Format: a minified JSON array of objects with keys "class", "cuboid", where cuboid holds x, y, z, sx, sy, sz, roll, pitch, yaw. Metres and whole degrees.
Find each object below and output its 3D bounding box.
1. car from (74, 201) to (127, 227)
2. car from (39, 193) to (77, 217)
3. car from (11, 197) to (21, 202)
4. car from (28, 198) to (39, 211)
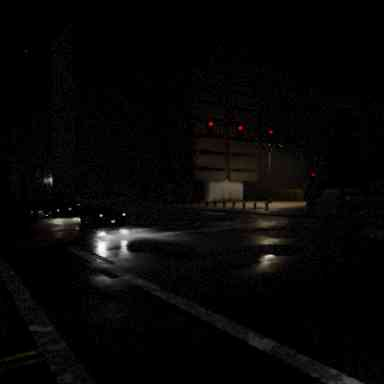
[{"class":"car","cuboid":[-6.006,1.473,22.005,1.895,1.301,4.718,-1,1,-34]},{"class":"car","cuboid":[-11.879,1.081,30.209,2.150,2.045,5.566,-1,0,-36]},{"class":"car","cuboid":[-26.783,1.421,51.012,1.895,1.301,4.718,-1,1,-36]},{"class":"car","cuboid":[-18.218,1.389,39.008,2.033,1.411,5.357,-1,1,-35]}]
